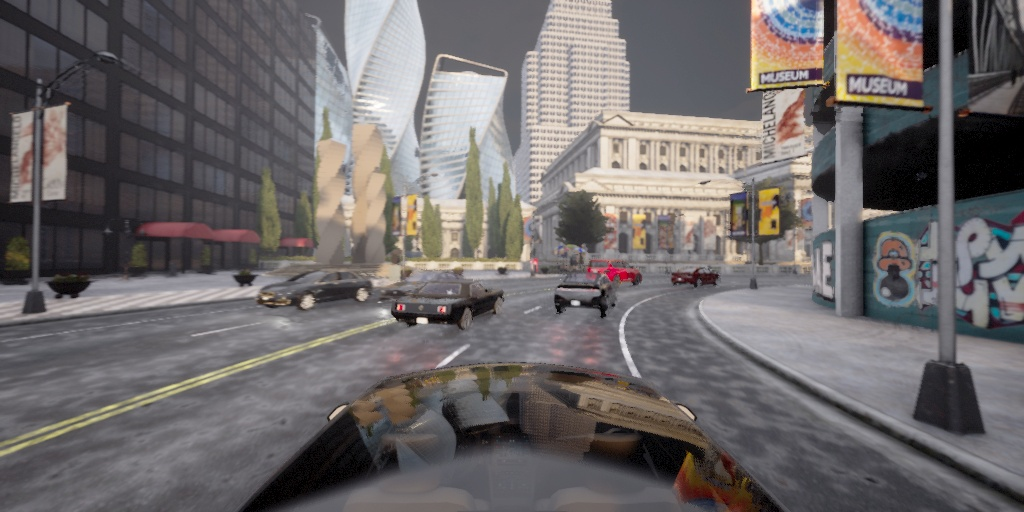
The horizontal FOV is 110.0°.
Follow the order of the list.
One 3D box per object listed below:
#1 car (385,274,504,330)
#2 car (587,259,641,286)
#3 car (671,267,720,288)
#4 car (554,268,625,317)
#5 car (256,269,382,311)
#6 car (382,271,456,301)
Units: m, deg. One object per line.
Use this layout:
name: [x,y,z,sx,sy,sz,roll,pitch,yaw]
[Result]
car: [-1.732,1.434,11.540,1.895,1.301,4.718,0,-1,16]
car: [7.762,1.291,27.280,2.150,2.045,5.566,-1,-1,45]
car: [14.575,1.617,28.379,5.008,1.535,1.882,1,-1,-37]
car: [3.053,1.392,14.235,2.128,1.511,4.902,0,-1,22]
car: [-7.998,1.321,15.070,1.837,1.490,4.892,0,-1,19]
car: [-3.689,1.416,16.798,2.033,1.411,5.357,0,-1,23]
